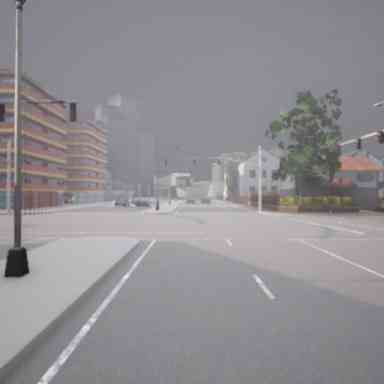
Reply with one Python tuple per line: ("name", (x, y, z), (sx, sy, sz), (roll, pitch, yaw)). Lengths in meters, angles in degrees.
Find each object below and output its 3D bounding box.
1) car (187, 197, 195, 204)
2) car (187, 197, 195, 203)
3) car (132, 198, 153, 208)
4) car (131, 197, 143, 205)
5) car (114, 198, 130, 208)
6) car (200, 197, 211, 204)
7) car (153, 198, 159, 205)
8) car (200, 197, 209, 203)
("car", (-0.223, 1.981, 76.458), (1.812, 1.442, 4.674), (0, 0, 0))
("car", (-0.252, 2.011, 86.458), (1.812, 1.442, 4.674), (0, 0, 0))
("car", (-8.215, 1.916, 55.333), (1.895, 1.301, 4.718), (0, 0, 0))
("car", (-11.708, 1.928, 71.508), (1.812, 1.442, 4.674), (0, 0, 0))
("car", (-11.715, 1.814, 55.835), (1.837, 1.490, 4.892), (0, 0, 0))
("car", (3.278, 2.002, 76.052), (2.033, 1.411, 5.357), (0, 0, 0))
("car", (-8.207, 1.934, 71.081), (1.812, 1.442, 4.674), (0, 0, 0))
("car", (3.248, 2.019, 86.468), (2.128, 1.511, 4.902), (0, 0, 0))
